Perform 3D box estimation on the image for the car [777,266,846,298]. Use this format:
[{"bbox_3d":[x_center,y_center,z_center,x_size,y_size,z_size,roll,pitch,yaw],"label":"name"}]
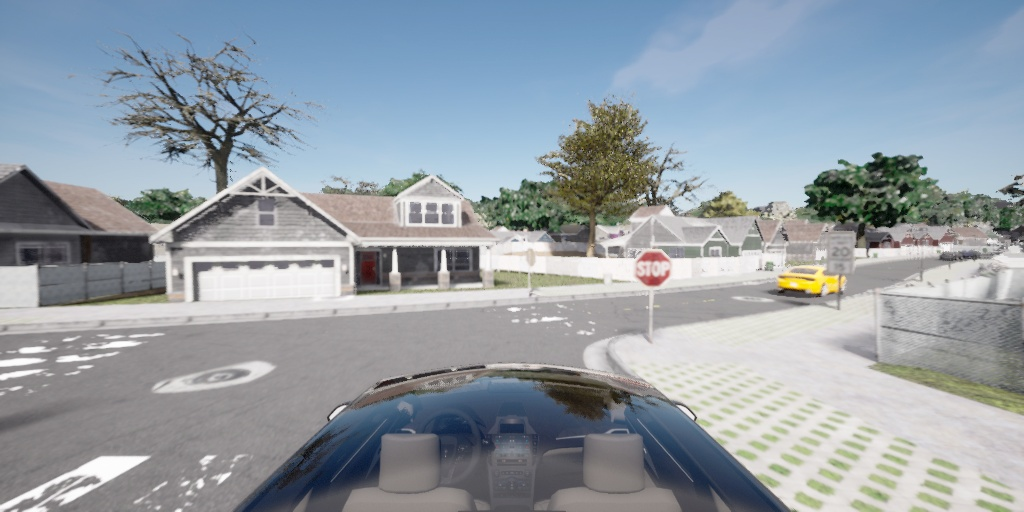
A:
[{"bbox_3d":[16.563,1.308,19.769,5.008,1.535,1.882,-1,2,-33],"label":"car"}]
